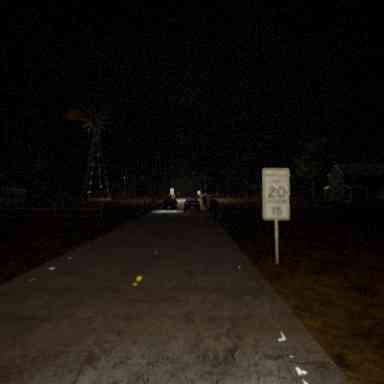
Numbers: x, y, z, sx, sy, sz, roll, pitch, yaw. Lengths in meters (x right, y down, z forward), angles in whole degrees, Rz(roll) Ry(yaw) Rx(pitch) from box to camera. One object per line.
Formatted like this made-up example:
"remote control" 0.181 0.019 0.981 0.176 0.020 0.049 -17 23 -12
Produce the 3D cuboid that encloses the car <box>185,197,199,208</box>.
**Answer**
"car" 0.015 1.465 48.456 2.033 1.411 5.357 0 0 0

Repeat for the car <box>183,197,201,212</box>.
"car" 0.009 1.434 37.832 2.128 1.511 4.902 0 0 0

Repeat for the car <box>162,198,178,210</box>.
"car" -2.739 1.484 42.430 2.033 1.411 5.357 0 0 0
